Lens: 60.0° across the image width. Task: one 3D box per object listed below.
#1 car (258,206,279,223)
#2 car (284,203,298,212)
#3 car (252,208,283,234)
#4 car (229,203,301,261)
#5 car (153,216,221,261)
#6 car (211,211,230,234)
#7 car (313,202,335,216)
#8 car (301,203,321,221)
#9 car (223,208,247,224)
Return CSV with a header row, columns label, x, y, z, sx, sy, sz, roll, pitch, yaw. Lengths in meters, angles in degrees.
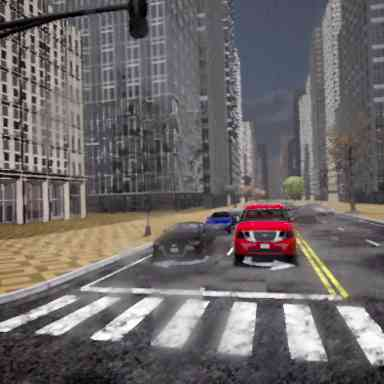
label,x,y,z,sx,sy,sz,roll,pitch,yaw
car,7.752,2.204,33.561,1.837,1.490,4.892,-2,-2,13
car,16.555,2.597,55.885,1.994,1.385,4.181,-2,-2,13
car,5.409,2.009,23.689,1.837,1.490,4.892,-2,-2,14
car,3.090,1.534,13.933,2.150,2.045,5.566,-2,-2,13
car,-0.188,1.980,14.135,1.994,1.385,4.181,-2,-2,13
car,2.126,2.135,23.925,1.812,1.442,4.674,-2,-2,13
car,16.405,2.255,41.545,1.895,1.301,4.718,-2,-2,13
car,11.217,2.135,33.257,2.033,1.411,5.357,-2,-2,13
car,4.499,2.406,33.914,1.895,1.301,4.718,-2,-2,13
